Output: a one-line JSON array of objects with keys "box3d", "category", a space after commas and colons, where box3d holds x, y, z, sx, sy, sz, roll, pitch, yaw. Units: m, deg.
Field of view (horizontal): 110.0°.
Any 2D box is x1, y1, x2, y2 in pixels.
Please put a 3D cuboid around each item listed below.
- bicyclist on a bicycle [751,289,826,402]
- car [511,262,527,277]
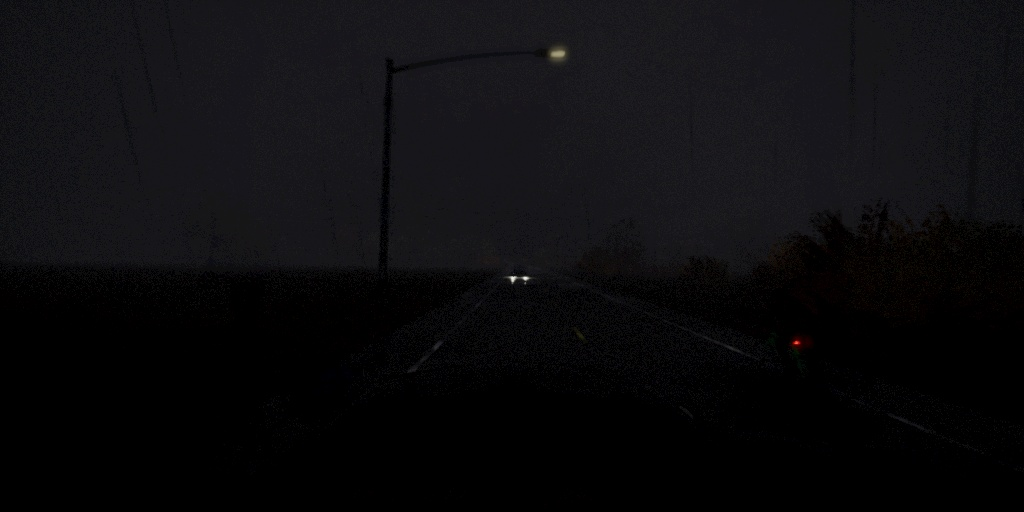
[{"box3d": [4.473, 1.385, 5.899, 0.582, 1.620, 1.656, 2, -1, 2], "category": "bicyclist on a bicycle"}, {"box3d": [0.927, 1.827, 46.618, 1.882, 1.535, 5.008, 2, -1, 1], "category": "car"}]
